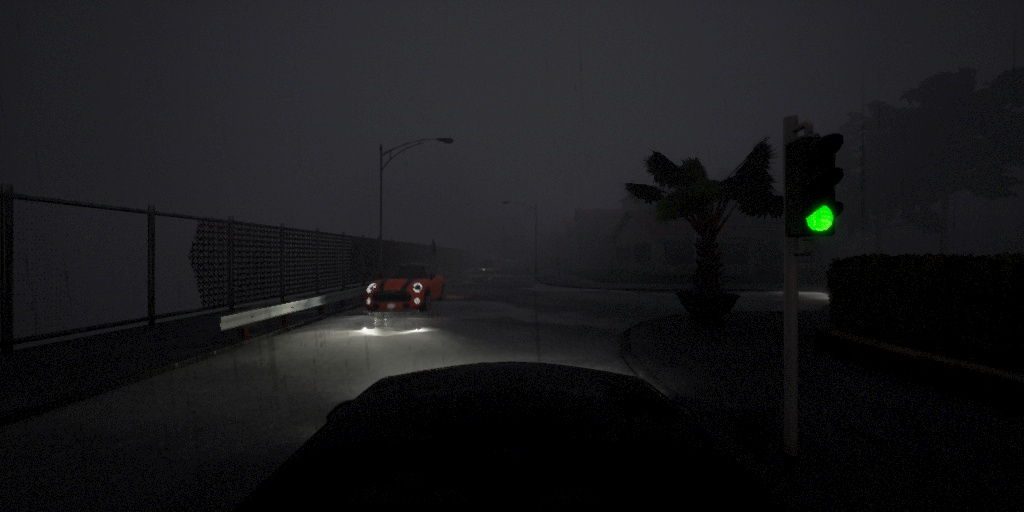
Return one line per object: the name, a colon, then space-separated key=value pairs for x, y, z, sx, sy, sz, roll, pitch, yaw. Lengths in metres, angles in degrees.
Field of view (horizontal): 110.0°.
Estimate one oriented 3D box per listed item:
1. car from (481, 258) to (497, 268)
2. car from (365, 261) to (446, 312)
car: x=-3.997 y=1.307 z=59.388 sx=2.033 sy=1.411 sz=5.357 roll=0 pitch=0 yaw=0
car: x=-4.000 y=1.073 z=14.104 sx=2.097 sy=1.767 sz=4.553 roll=0 pitch=0 yaw=0
